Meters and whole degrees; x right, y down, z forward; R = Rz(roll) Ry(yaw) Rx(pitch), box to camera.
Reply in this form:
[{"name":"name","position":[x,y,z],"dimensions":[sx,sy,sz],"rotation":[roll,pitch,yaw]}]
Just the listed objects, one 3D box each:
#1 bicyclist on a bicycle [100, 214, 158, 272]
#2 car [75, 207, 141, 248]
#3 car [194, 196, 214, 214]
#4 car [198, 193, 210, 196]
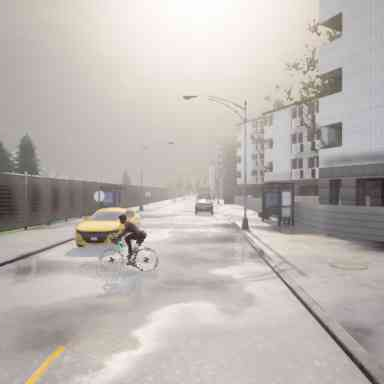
[{"name":"bicyclist on a bicycle","position":[-1.773,1.451,9.324],"dimensions":[1.656,1.620,0.582],"rotation":[-1,0,2]},{"name":"car","position":[-3.604,1.477,15.024],"dimensions":[1.882,1.535,5.008],"rotation":[0,0,2]},{"name":"car","position":[1.282,1.490,35.175],"dimensions":[2.128,1.511,4.902],"rotation":[0,0,2]},{"name":"car","position":[1.749,1.221,48.485],"dimensions":[2.150,2.045,5.566],"rotation":[0,0,2]}]
